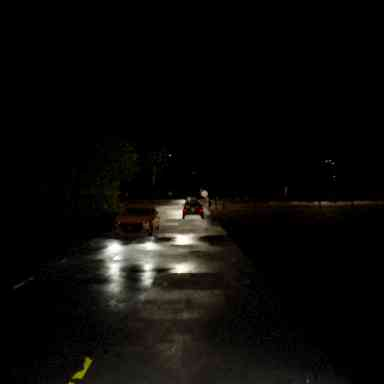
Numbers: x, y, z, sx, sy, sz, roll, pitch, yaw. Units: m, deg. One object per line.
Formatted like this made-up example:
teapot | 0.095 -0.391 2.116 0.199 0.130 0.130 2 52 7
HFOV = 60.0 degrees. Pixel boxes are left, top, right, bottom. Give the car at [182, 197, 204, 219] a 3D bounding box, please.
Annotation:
car | 0.087 1.407 28.786 1.801 1.575 5.366 0 0 0

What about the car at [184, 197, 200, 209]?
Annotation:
car | 0.032 1.447 45.707 2.163 1.488 4.792 0 0 1

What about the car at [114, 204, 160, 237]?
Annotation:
car | -2.842 1.442 17.961 1.882 1.535 5.008 0 0 0
